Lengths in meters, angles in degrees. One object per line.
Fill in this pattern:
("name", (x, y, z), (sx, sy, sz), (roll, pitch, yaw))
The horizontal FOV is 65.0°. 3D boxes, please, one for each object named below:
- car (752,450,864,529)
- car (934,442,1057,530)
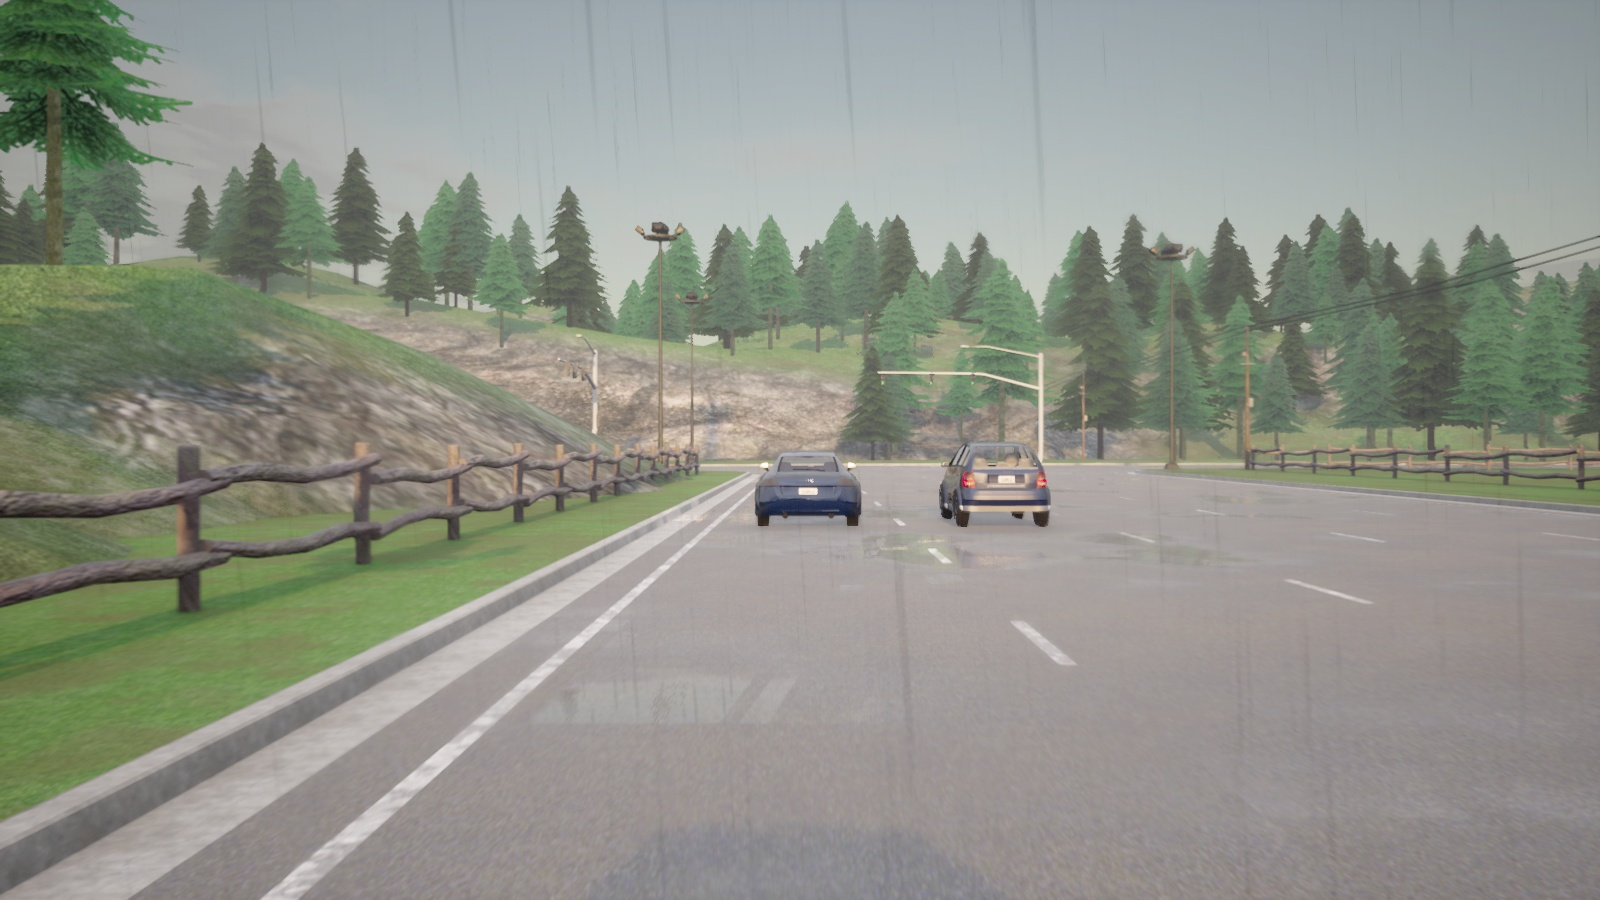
("car", (0.155, 0.703, 24.465), (1.994, 1.385, 4.181), (0, 0, 0))
("car", (3.653, 0.622, 24.002), (1.789, 1.549, 3.705), (0, 0, 0))
